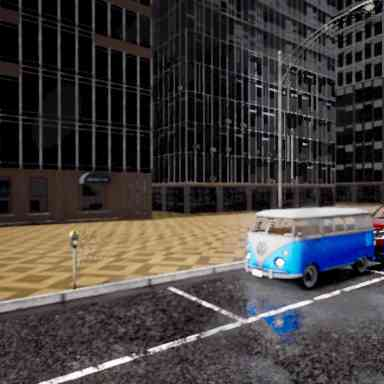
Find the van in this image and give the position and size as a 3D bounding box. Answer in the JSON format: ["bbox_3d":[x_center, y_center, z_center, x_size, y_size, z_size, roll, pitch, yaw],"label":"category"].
[{"bbox_3d":[3.209,1.329,8.843,3.998,1.788,1.690,0,0,-35],"label":"van"}]
